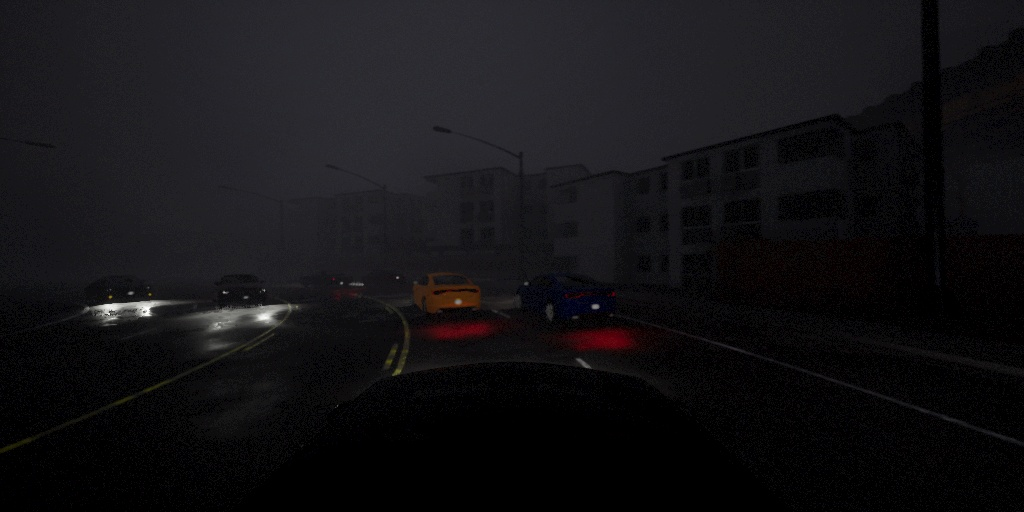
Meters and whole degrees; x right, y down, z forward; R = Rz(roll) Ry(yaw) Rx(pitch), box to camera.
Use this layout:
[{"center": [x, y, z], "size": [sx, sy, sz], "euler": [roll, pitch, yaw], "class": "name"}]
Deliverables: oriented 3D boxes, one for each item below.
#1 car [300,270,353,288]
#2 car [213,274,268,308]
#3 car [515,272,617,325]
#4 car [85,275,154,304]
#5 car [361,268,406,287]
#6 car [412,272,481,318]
[{"center": [-14.596, 1.783, 28.068], "size": [4.718, 1.301, 1.895], "euler": [-1, -1, 34], "class": "car"}, {"center": [-13.401, 1.598, 17.625], "size": [1.812, 1.442, 4.674], "euler": [0, -1, -43], "class": "car"}, {"center": [1.603, 1.302, 12.440], "size": [1.882, 1.535, 5.008], "euler": [0, -1, -18], "class": "car"}, {"center": [-21.371, 1.760, 19.524], "size": [4.181, 1.385, 1.994], "euler": [-1, -1, 31], "class": "car"}, {"center": [-10.509, 1.702, 29.292], "size": [4.181, 1.385, 1.994], "euler": [-1, -1, 39], "class": "car"}, {"center": [-2.696, 1.373, 13.947], "size": [1.882, 1.535, 5.008], "euler": [0, -1, -22], "class": "car"}]
